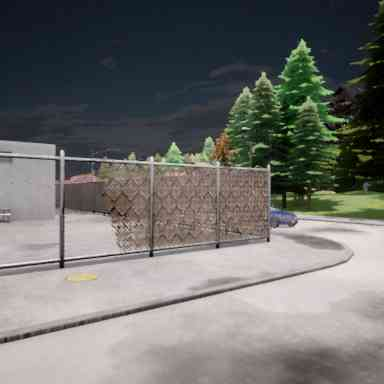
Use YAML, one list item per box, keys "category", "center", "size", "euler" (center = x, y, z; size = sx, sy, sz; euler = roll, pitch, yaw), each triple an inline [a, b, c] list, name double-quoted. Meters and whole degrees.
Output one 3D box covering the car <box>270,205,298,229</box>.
- category: "car"
  center: [4.867, 1.551, 22.319]
  size: [1.812, 1.442, 4.674]
  euler: [0, 0, -35]
